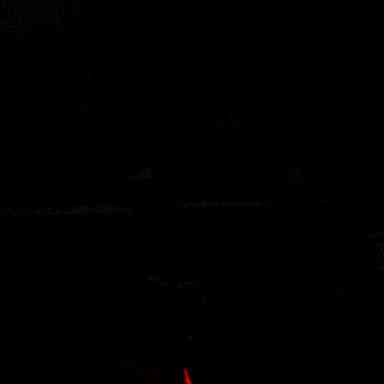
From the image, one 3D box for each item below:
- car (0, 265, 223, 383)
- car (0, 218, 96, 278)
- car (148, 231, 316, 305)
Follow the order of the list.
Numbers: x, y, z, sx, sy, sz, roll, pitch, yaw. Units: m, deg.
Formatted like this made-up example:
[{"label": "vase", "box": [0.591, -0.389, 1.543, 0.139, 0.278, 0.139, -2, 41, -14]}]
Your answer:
[{"label": "car", "box": [-1.973, 1.566, 1.973, 4.181, 1.385, 1.994, 0, 0, -35]}, {"label": "car", "box": [-3.616, 1.318, 3.978, 5.009, 1.841, 2.192, 0, 0, -35]}, {"label": "car", "box": [1.014, 1.559, 7.272, 4.206, 1.307, 1.802, 0, 0, -35]}]
